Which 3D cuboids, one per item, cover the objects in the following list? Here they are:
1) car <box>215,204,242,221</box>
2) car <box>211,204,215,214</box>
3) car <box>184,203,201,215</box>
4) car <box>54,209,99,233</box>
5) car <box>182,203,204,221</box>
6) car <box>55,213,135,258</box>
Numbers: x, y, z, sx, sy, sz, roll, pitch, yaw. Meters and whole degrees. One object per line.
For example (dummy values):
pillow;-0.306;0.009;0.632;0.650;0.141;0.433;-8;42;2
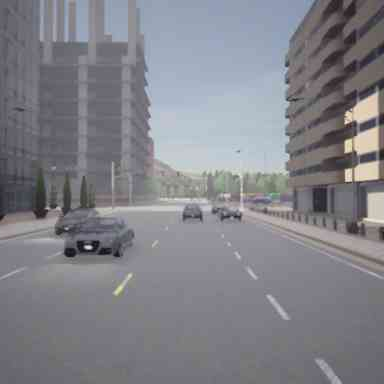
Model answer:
car;3.536;2.022;31.631;1.895;1.301;4.718;0;-1;0
car;3.466;2.166;42.524;1.895;1.301;4.718;0;-1;0
car;0.023;2.111;42.315;2.033;1.411;5.357;0;-1;0
car;-7.023;1.844;21.064;1.837;1.490;4.892;0;-1;0
car;0.065;1.912;31.485;2.128;1.511;4.902;0;-1;0
car;-3.577;1.747;13.478;1.994;1.385;4.181;0;-1;0
